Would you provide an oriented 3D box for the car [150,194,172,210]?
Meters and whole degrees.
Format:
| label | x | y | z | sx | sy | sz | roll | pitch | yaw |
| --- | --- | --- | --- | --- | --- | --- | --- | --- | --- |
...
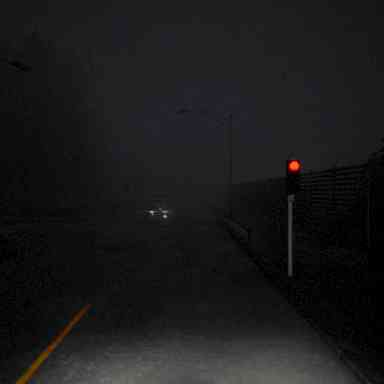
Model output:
| label | x | y | z | sx | sy | sz | roll | pitch | yaw |
| --- | --- | --- | --- | --- | --- | --- | --- | --- | --- |
| car | -4.209 | 1.221 | 43.912 | 2.150 | 2.045 | 5.566 | 0 | 0 | 0 |

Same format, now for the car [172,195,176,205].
| label | x | y | z | sx | sy | sz | roll | pitch | yaw |
| --- | --- | --- | --- | --- | --- | --- | --- | --- | --- |
| car | -4.221 | 1.352 | 53.763 | 2.097 | 1.767 | 4.553 | 0 | 0 | 0 |

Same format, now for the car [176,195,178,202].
| label | x | y | z | sx | sy | sz | roll | pitch | yaw |
| --- | --- | --- | --- | --- | --- | --- | --- | --- | --- |
| car | -4.193 | 1.525 | 63.957 | 1.812 | 1.442 | 4.674 | 0 | 0 | 0 |

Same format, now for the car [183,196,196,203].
| label | x | y | z | sx | sy | sz | roll | pitch | yaw |
| --- | --- | --- | --- | --- | --- | --- | --- | --- | --- |
| car | -0.280 | 1.526 | 67.646 | 1.812 | 1.442 | 4.674 | 0 | 0 | -5 |

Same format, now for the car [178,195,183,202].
| label | x | y | z | sx | sy | sz | roll | pitch | yaw |
| --- | --- | --- | --- | --- | --- | --- | --- | --- | --- |
| car | -3.905 | 1.500 | 77.012 | 4.892 | 1.490 | 1.837 | 0 | 0 | 40 |
